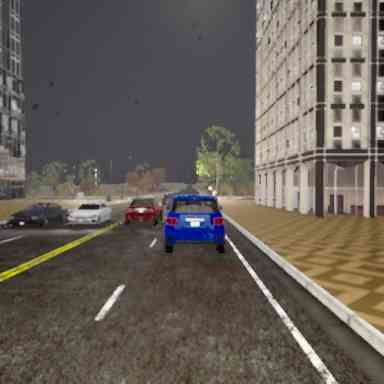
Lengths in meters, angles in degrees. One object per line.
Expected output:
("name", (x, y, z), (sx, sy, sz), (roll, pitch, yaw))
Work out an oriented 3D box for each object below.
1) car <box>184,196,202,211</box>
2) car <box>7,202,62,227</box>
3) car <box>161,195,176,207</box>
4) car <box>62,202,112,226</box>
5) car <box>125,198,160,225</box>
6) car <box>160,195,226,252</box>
("car", (0.110, 1.239, 36.761), (1.812, 1.442, 4.674), (0, 0, 0))
("car", (-9.744, 1.383, 21.709), (2.033, 1.411, 5.357), (0, 0, 0))
("car", (-3.138, 1.166, 45.361), (1.812, 1.442, 4.674), (0, 0, 0))
("car", (-6.495, 1.380, 21.712), (1.812, 1.442, 4.674), (0, 0, 0))
("car", (-3.145, 1.179, 22.641), (2.097, 1.767, 4.553), (0, 0, 0))
("car", (0.103, 1.118, 13.571), (2.150, 2.045, 5.566), (0, 1, 0))
